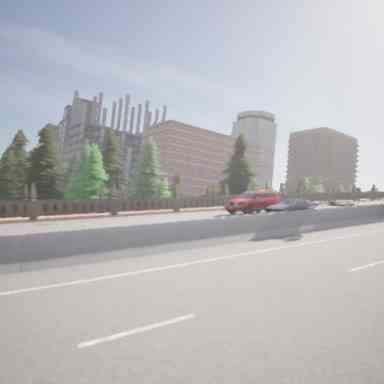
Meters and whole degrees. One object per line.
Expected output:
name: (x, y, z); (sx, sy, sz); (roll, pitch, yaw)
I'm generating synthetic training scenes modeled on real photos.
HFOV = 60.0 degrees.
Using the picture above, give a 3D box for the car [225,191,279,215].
car: (5.504, 0.931, 29.404); (5.566, 2.045, 2.150); (-1, 1, -35)

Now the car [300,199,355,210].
car: (10.353, 1.295, 24.265); (4.718, 1.301, 1.895); (-1, 1, -35)

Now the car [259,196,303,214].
car: (8.288, 1.242, 27.092); (5.357, 1.411, 2.033); (-1, 1, -35)
